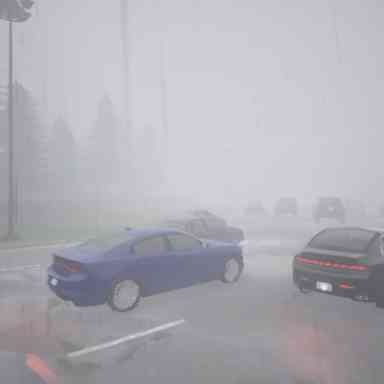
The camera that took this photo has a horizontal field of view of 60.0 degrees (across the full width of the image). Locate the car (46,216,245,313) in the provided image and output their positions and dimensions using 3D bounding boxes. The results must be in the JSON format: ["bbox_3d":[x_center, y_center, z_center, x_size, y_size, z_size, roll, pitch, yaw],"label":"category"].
[{"bbox_3d":[-0.811,1.584,8.072,5.008,1.535,1.882,0,0,-41],"label":"car"}]

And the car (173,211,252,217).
[{"bbox_3d":[0.058,1.709,13.510,2.033,1.411,5.357,-1,-1,40],"label":"car"}]

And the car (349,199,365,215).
[{"bbox_3d":[17.989,1.640,37.522,2.097,1.767,4.553,-1,-1,17],"label":"car"}]

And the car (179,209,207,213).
[{"bbox_3d":[0.327,1.761,20.018,1.812,1.442,4.674,-1,0,33],"label":"car"}]

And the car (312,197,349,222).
[{"bbox_3d":[11.495,1.454,28.122,2.150,2.045,5.566,-1,-1,17],"label":"car"}]

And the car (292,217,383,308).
[{"bbox_3d":[4.200,1.569,8.135,1.837,1.490,4.892,0,0,44],"label":"car"}]

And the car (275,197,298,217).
[{"bbox_3d":[10.128,1.553,35.567,2.150,2.045,5.566,-1,-1,17],"label":"car"}]

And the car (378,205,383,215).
[{"bbox_3d":[20.665,1.750,34.147,1.812,1.442,4.674,-1,-1,17],"label":"car"}]

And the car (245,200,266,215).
[{"bbox_3d":[7.635,1.752,39.519,2.097,1.767,4.553,-1,-1,17],"label":"car"}]
